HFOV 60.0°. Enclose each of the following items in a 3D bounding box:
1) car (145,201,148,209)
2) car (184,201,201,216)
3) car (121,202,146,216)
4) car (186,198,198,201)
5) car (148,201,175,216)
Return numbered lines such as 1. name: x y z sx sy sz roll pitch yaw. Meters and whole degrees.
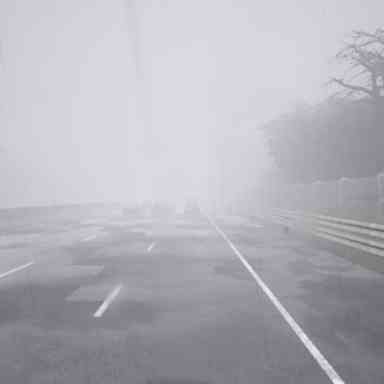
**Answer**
1. car: -6.970 2.235 53.721 1.837 1.490 4.892 0 -1 1
2. car: 0.007 2.046 39.707 1.994 1.385 4.181 0 -1 0
3. car: -7.003 2.075 39.316 1.895 1.301 4.718 0 -1 0
4. car: 0.016 1.917 51.633 2.150 2.045 5.566 0 -1 1
5. car: -3.502 1.827 39.293 2.097 1.767 4.553 0 -1 1
